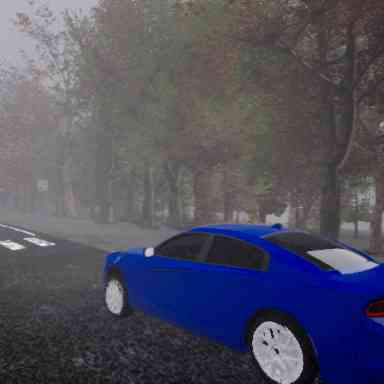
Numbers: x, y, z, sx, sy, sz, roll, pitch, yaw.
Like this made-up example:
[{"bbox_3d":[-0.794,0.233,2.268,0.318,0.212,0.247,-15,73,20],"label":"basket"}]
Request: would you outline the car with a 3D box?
[{"bbox_3d":[0.521,1.195,4.836,1.882,1.535,5.008,3,-4,-42],"label":"car"}]
